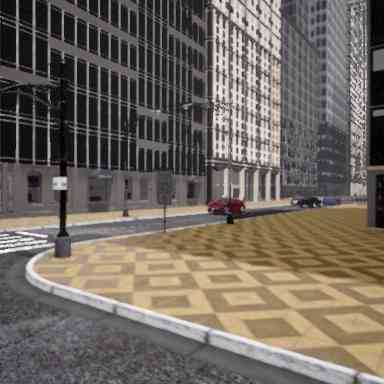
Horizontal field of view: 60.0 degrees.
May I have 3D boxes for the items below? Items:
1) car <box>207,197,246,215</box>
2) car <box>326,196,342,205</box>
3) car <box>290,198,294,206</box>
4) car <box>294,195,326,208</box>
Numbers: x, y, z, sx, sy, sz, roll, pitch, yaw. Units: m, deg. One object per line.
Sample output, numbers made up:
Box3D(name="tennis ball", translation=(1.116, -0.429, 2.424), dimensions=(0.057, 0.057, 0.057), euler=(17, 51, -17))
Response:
Box3D(name="car", translation=(3.355, 1.278, 31.974), dimensions=(1.882, 1.535, 5.008), euler=(0, 0, 37))
Box3D(name="car", translation=(21.433, 1.281, 51.019), dimensions=(2.033, 1.411, 5.357), euler=(0, 0, 37))
Box3D(name="car", translation=(15.926, 1.234, 48.661), dimensions=(2.128, 1.511, 4.902), euler=(0, 0, 37))
Box3D(name="car", translation=(15.235, 1.270, 42.641), dimensions=(1.837, 1.490, 4.892), euler=(0, 0, 37))
